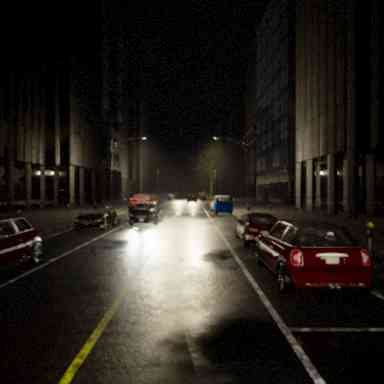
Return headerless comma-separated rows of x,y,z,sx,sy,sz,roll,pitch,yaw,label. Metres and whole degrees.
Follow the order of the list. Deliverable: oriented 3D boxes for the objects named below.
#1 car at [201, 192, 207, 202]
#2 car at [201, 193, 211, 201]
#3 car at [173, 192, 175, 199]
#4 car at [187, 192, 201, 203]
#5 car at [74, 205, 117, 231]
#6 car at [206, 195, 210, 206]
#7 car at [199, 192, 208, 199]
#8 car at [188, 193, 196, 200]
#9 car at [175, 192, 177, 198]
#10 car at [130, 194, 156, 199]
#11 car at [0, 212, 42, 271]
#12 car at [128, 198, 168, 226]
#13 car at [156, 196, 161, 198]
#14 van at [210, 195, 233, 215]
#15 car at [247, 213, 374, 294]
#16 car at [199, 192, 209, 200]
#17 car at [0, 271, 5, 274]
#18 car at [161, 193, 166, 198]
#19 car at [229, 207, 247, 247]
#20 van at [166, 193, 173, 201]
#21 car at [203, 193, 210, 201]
2.871,1.151,65.113,1.967,1.590,4.097,0,0,0,car
2.873,1.126,70.751,1.967,1.590,4.097,0,0,0,car
-5.652,1.230,76.408,1.947,1.339,4.313,0,0,0,car
0.012,1.221,61.123,2.128,1.511,4.902,0,0,0,car
-5.664,1.483,20.017,2.008,1.369,4.403,0,0,0,car
2.867,1.382,37.084,1.752,1.417,4.829,0,0,0,car
2.876,0.943,87.669,2.192,1.841,5.009,0,0,0,car
0.014,1.038,71.543,1.812,1.442,4.674,0,0,0,car
-5.650,1.068,87.685,1.967,1.590,4.097,0,0,0,car
-5.659,1.173,36.935,2.192,1.841,5.009,0,0,0,car
-5.667,1.411,8.739,1.967,1.590,4.097,0,0,0,car
-3.045,1.413,22.624,2.128,1.511,4.902,0,0,0,car
-5.658,1.145,42.576,2.192,1.841,5.009,0,0,0,car
2.865,1.226,31.272,1.690,1.788,3.998,0,0,0,van
2.859,1.411,8.712,1.967,1.590,4.097,0,0,0,car
2.874,0.960,82.030,2.192,1.841,5.009,0,0,0,car
-3.092,1.595,1.484,1.895,1.301,4.718,0,0,0,car
-5.657,1.295,53.644,1.752,1.417,4.829,0,1,1,car
2.860,1.534,14.354,1.802,1.307,4.206,0,0,0,car
-5.652,1.028,70.768,1.690,1.788,3.998,0,0,0,van
2.875,1.322,48.397,1.752,1.417,4.829,0,1,1,car
